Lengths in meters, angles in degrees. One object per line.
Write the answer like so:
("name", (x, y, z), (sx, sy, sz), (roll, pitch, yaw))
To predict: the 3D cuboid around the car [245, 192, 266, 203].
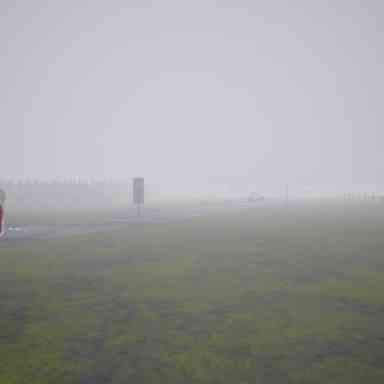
("car", (10.334, 0.841, 54.020), (2.097, 1.767, 4.553), (0, 0, 31))
